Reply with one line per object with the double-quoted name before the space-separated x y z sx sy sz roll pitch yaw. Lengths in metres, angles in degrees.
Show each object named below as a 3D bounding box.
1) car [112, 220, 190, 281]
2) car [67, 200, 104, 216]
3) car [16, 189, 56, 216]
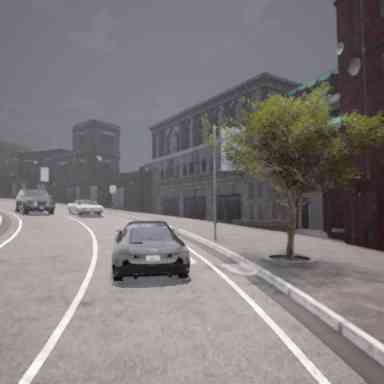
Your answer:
"car" -1.325 1.531 9.914 1.994 1.385 4.181 1 0 -12
"car" -9.201 1.322 28.402 1.895 1.301 4.718 2 0 -34
"car" -12.999 0.788 27.487 2.150 2.045 5.566 3 0 -37
